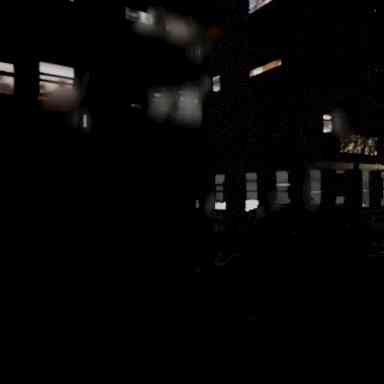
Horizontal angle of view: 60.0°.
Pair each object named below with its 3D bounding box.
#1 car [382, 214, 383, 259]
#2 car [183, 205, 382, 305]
[{"bbox_3d":[6.773,1.460,11.413,4.403,1.369,2.008,-1,0,-35],"label":"car"},{"bbox_3d":[2.220,1.266,8.147,5.009,1.841,2.192,-1,0,-35],"label":"car"}]
